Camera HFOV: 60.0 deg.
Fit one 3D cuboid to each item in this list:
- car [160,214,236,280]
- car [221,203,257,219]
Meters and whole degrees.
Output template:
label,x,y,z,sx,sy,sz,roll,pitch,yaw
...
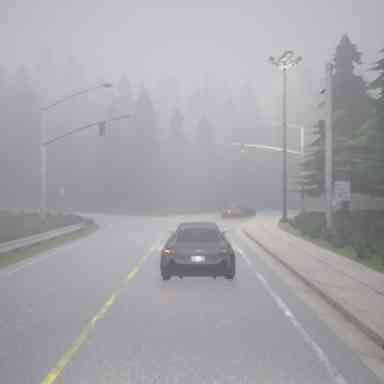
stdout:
label,x,y,z,sx,sy,sz,roll,pitch,yaw
car,0.172,1.600,10.113,1.994,1.385,4.181,0,0,1
car,4.364,1.674,30.429,1.994,1.385,4.181,0,0,35
